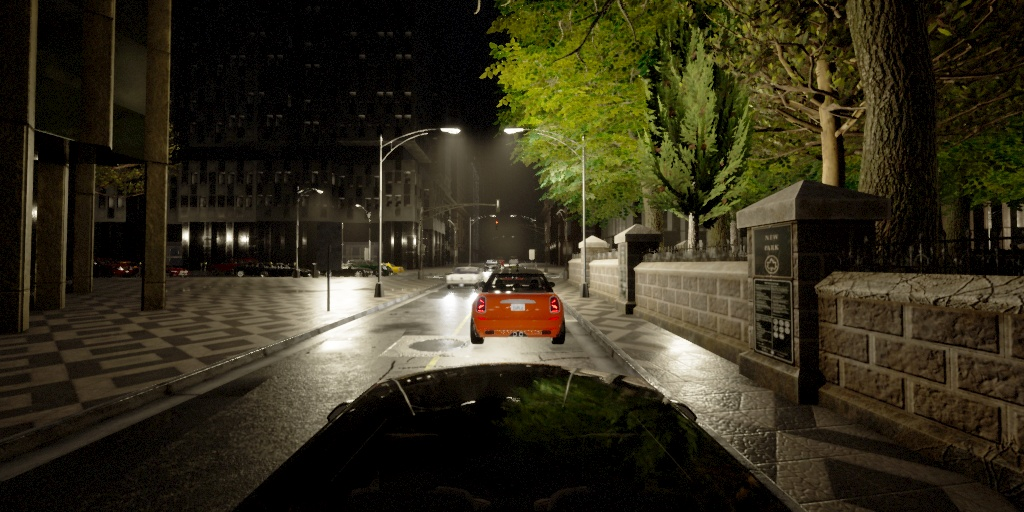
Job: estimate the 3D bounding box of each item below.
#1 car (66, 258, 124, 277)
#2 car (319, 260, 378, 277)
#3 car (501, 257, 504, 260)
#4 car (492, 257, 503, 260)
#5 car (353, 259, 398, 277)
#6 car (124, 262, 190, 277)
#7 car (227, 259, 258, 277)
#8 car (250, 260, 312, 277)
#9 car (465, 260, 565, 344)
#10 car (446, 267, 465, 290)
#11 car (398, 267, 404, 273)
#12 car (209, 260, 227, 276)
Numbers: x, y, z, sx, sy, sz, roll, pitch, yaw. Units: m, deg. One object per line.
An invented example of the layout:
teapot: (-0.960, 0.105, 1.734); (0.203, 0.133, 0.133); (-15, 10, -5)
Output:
car: (-36.549, 1.061, 31.731); (5.009, 1.841, 2.192); (0, 0, 1)
car: (-14.498, 1.267, 31.504); (4.403, 1.370, 2.007); (0, 0, 1)
car: (-2.793, 1.369, 61.162); (1.837, 1.490, 4.892); (0, 0, 1)
car: (-2.859, 1.325, 50.787); (2.128, 1.511, 4.902); (0, 0, 0)
car: (-13.728, 1.125, 34.176); (4.553, 1.767, 2.097); (0, -1, 0)
car: (-31.036, 1.320, 31.674); (4.207, 1.307, 1.802); (0, 0, 1)
car: (-23.873, 1.291, 34.279); (4.892, 1.490, 1.837); (0, -1, 0)
car: (-20.011, 1.289, 31.561); (4.313, 1.339, 1.948); (0, 0, 1)
car: (0.132, 1.107, 9.723); (2.097, 1.767, 4.553); (0, 0, 0)
car: (-2.903, 1.371, 22.872); (1.895, 1.301, 4.718); (0, 0, 0)
car: (-14.589, 1.425, 40.028); (4.829, 1.417, 1.751); (0, 0, 1)
car: (-30.956, 1.236, 40.197); (5.009, 1.841, 2.192); (0, 0, 1)
